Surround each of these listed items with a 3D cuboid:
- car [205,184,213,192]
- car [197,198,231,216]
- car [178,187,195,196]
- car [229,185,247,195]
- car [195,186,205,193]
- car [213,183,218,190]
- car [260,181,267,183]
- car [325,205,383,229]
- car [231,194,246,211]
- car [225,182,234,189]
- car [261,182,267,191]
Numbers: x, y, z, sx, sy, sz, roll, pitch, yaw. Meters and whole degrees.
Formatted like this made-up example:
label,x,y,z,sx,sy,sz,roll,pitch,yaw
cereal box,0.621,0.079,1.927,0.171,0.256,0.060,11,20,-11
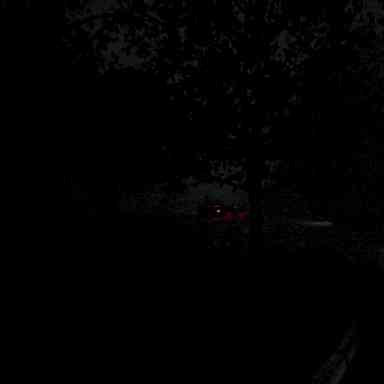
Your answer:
label,x,y,z,sx,sy,sz,roll,pitch,yaw
car,2.505,-0.716,77.808,1.946,1.575,5.366,0,4,24
car,1.802,1.442,31.980,1.837,1.490,4.892,-2,0,-13
car,-1.900,-0.023,67.700,1.946,1.575,5.366,0,4,24
car,8.990,0.063,63.056,1.812,1.442,4.674,0,4,22
car,0.306,-0.371,72.751,1.946,1.575,5.366,0,4,23
car,4.812,-1.326,83.110,2.435,2.045,5.566,0,4,23
car,17.262,-1.592,82.353,2.097,1.767,4.553,0,4,24
car,11.014,1.486,20.477,2.033,1.411,5.357,0,0,-35
car,5.005,1.364,38.354,1.812,1.442,4.674,0,1,7
car,9.210,-1.735,93.239,2.163,1.488,4.792,0,4,24
car,16.394,-0.666,72.308,2.128,1.511,4.902,0,4,24
